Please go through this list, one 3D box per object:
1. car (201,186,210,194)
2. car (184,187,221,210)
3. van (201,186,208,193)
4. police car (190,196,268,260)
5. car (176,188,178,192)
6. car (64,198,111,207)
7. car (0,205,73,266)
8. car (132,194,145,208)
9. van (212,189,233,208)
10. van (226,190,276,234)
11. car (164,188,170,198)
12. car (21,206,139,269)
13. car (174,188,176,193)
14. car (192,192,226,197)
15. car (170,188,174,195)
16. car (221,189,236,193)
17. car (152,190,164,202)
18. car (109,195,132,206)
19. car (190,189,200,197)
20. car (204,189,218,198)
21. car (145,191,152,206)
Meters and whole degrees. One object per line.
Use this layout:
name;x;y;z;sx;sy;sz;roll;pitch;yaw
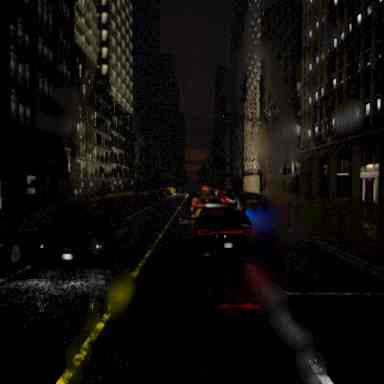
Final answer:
car;3.398;-0.593;84.183;2.192;1.841;5.009;-1;1;1
car;0.770;0.732;27.237;2.097;1.767;4.553;0;1;-5
van;3.447;-0.696;89.865;1.690;1.788;3.998;-1;1;1
police car;0.996;1.163;11.474;1.930;1.638;5.238;0;1;0
car;-4.982;-0.383;84.089;1.752;1.417;4.829;-1;1;1
car;-5.562;1.198;16.076;1.947;1.339;4.313;-1;1;1
car;-5.611;1.311;10.394;2.008;1.369;4.403;-1;1;1
car;-5.466;0.926;27.440;2.008;1.369;4.403;-1;1;1
van;2.962;0.592;33.046;1.690;1.788;3.998;-1;1;1
van;2.816;0.977;16.000;1.690;1.788;3.998;-1;1;1
car;-5.223;0.283;55.849;2.008;1.369;4.403;-1;1;1
car;-3.016;1.332;10.061;1.994;1.385;4.181;0;1;1
car;-5.078;-0.214;72.893;1.967;1.590;4.097;-1;1;1
car;1.081;0.992;21.363;1.882;1.535;5.008;0;1;0
car;-5.126;0.057;67.214;1.802;1.307;4.206;-1;1;1
car;2.913;0.694;27.363;2.192;1.841;5.009;-1;1;1
car;-5.320;0.541;44.486;2.008;1.369;4.403;-1;1;1
car;-5.514;1.048;21.758;1.887;1.381;4.507;-1;1;1
car;0.531;0.186;62.401;1.895;1.301;4.718;0;1;0
car;3.158;0.287;55.778;2.008;1.369;4.403;-1;1;1
car;-5.417;0.829;33.122;1.802;1.307;4.206;-1;1;1
